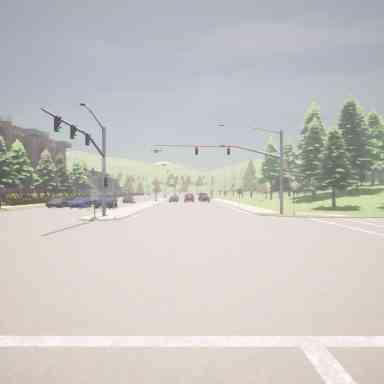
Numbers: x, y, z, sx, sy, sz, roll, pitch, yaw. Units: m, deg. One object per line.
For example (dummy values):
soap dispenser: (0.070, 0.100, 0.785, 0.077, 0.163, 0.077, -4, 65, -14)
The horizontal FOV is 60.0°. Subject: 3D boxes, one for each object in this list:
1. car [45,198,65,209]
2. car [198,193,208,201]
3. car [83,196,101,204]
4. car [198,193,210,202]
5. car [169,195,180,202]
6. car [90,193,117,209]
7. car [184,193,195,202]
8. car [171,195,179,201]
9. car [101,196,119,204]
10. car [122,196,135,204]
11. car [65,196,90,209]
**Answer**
car: (-18.791, 1.547, 46.995, 2.033, 1.411, 5.357, 0, 0, -1)
car: (2.748, 1.194, 83.666, 2.150, 2.045, 5.566, 0, 0, -1)
car: (-18.974, 1.478, 63.344, 1.882, 1.535, 5.008, 0, 0, 0)
car: (2.905, 1.501, 73.442, 1.837, 1.490, 4.892, 0, 0, -1)
car: (-4.087, 1.541, 72.899, 2.033, 1.411, 5.357, 0, 0, -1)
car: (-11.774, 1.217, 45.778, 2.150, 2.045, 5.566, 0, 1, -1)
car: (-0.589, 1.225, 73.019, 2.150, 2.045, 5.566, 0, 0, -1)
car: (-4.251, 1.488, 83.517, 1.812, 1.442, 4.674, 0, 0, -1)
car: (-15.479, 1.492, 62.902, 2.128, 1.511, 4.902, 0, 0, 0)
car: (-11.981, 1.506, 63.047, 1.837, 1.490, 4.892, 0, 0, 0)
car: (-15.271, 1.478, 45.678, 1.882, 1.535, 5.008, 0, 0, -1)
